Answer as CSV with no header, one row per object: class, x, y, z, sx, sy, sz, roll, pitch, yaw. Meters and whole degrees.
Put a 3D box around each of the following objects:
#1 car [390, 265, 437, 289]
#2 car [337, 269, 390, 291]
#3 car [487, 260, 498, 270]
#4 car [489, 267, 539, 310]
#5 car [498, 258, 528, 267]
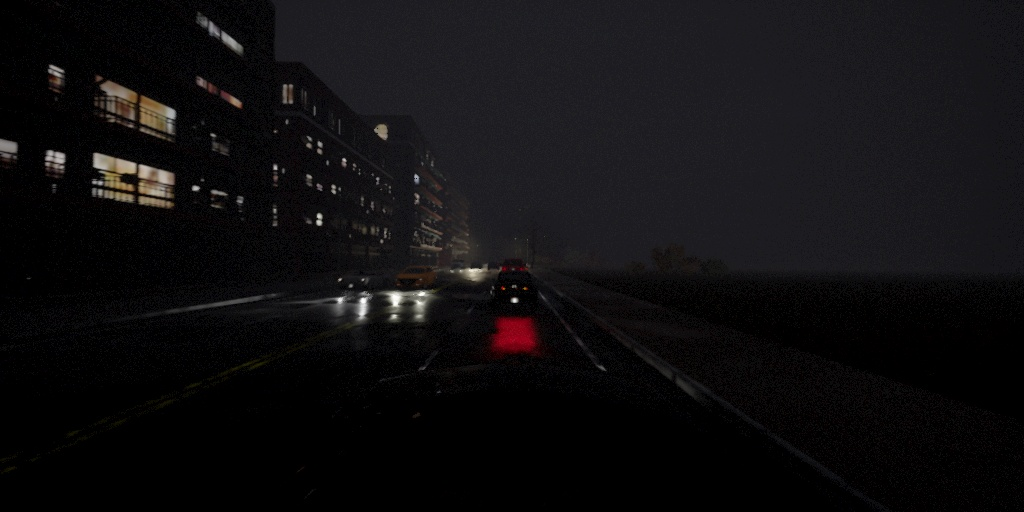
car,-6.594,1.430,25.049,1.882,1.535,5.008,0,0,0
car,-9.846,1.546,24.149,1.895,1.301,4.718,0,0,0
car,-3.248,1.636,64.040,2.097,1.767,4.553,0,0,0
car,0.096,1.373,15.352,1.837,1.490,4.892,0,-1,0
car,0.101,1.236,32.251,2.150,2.045,5.566,0,0,0
